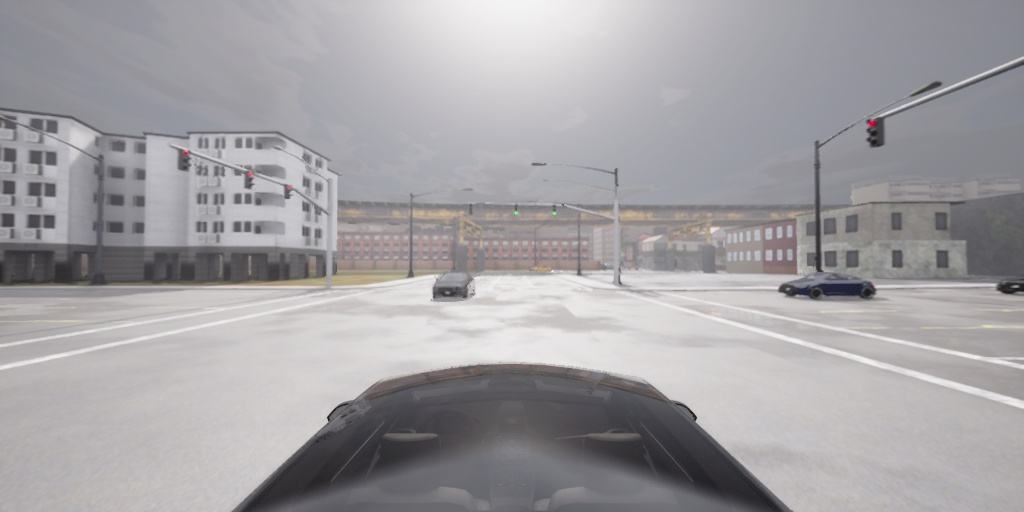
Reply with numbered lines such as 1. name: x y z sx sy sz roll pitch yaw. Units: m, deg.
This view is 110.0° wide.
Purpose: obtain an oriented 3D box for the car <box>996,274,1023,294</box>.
1. car: 29.077 1.436 19.269 4.181 1.385 1.994 -1 -1 1

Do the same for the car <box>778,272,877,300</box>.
1. car: 17.026 1.594 19.506 4.181 1.385 1.994 -1 -1 1

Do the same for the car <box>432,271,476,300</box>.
1. car: -3.227 1.646 20.668 1.882 1.535 5.008 0 -1 1
